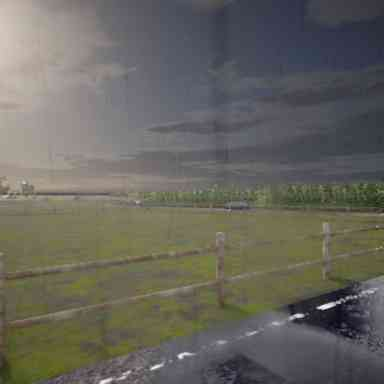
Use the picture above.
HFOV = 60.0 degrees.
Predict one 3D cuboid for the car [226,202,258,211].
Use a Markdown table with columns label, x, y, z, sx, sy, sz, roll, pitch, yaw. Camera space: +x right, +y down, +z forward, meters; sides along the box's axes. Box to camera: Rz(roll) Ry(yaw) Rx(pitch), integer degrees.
| label | x | y | z | sx | sy | sz | roll | pitch | yaw |
| --- | --- | --- | --- | --- | --- | --- | --- | --- | --- |
| car | 7.544 | 2.196 | 50.917 | 2.033 | 1.411 | 5.357 | 1 | -2 | -35 |

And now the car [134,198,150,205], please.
| label | x | y | z | sx | sy | sz | roll | pitch | yaw |
| --- | --- | --- | --- | --- | --- | --- | --- | --- | --- |
| car | -11.863 | 2.334 | 78.612 | 2.150 | 2.045 | 5.566 | 1 | -2 | -35 |
